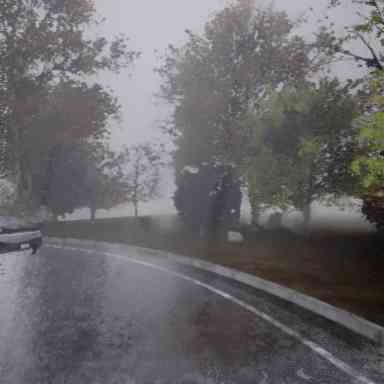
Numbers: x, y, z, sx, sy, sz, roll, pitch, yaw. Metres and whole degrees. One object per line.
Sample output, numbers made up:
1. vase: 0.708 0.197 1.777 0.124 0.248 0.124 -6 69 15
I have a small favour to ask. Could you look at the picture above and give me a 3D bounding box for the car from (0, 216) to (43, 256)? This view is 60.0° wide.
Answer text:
1. car: -7.691 1.669 12.618 4.902 1.511 2.128 -1 0 33
